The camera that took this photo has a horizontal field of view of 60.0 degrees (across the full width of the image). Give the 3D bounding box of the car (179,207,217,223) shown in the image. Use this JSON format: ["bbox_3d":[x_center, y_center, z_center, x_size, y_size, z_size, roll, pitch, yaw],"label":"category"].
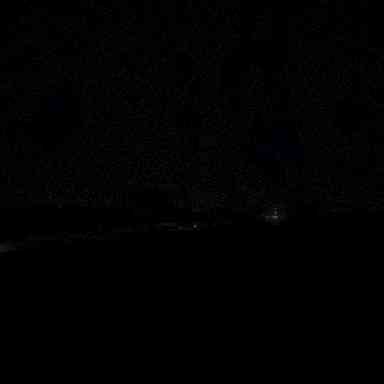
[{"bbox_3d":[0.661,2.289,34.033,1.882,1.535,5.008,-2,-2,35],"label":"car"}]

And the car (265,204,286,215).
[{"bbox_3d":[12.690,2.638,50.925,2.097,1.767,4.553,-2,-2,35],"label":"car"}]
